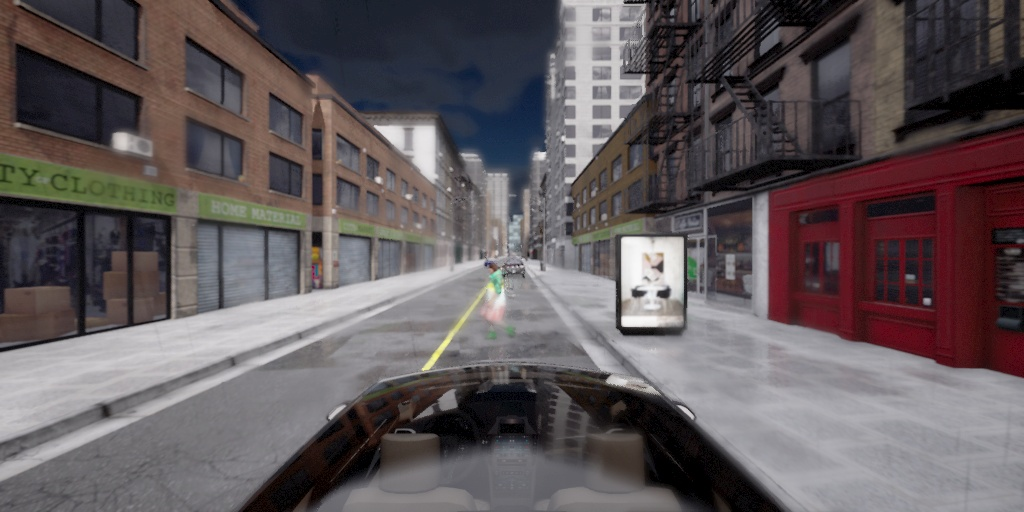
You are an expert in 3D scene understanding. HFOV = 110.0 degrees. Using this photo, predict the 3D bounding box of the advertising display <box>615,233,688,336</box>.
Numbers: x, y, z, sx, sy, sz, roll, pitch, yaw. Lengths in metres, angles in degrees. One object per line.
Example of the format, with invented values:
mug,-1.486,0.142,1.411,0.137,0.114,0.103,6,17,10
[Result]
advertising display,3.155,0.723,8.144,1.540,2.440,0.280,0,0,0

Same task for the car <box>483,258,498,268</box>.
car,-2.921,0.992,50.253,1.895,1.301,4.718,0,0,0

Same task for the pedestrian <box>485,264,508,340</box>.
pedestrian,-0.362,0.990,8.297,0.375,1.860,0.375,0,0,-10

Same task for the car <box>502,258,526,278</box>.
car,0.185,1.020,30.657,2.128,1.511,4.902,0,1,0
